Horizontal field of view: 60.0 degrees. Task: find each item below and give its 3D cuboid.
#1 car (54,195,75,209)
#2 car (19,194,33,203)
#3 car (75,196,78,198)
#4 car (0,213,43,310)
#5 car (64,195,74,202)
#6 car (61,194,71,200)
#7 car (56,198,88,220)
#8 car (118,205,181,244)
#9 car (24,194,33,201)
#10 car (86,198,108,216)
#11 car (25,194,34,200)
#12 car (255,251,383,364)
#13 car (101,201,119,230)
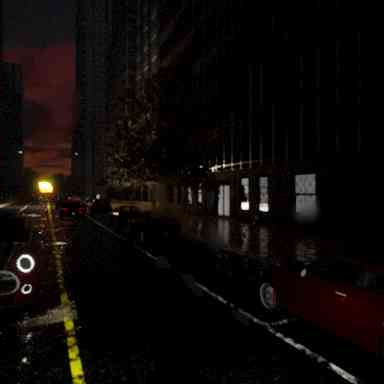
[{"bbox_3d":[-15.839,1.405,40.935,1.837,1.490,4.892,0,0,-23],"label":"car"},{"bbox_3d":[-32.423,1.354,64.379,1.887,1.381,4.507,0,0,-24],"label":"car"},{"bbox_3d":[-20.173,1.390,57.314,1.887,1.381,4.507,0,0,-24],"label":"car"},{"bbox_3d":[-4.617,1.340,7.663,2.097,1.767,4.553,0,0,-24],"label":"car"},{"bbox_3d":[-27.032,1.348,72.952,1.947,1.339,4.313,0,0,-24],"label":"car"},{"bbox_3d":[-31.604,1.302,83.378,1.947,1.339,4.313,0,0,-24],"label":"car"},{"bbox_3d":[-10.032,1.466,27.701,1.812,1.442,4.674,0,0,-23],"label":"car"},{"bbox_3d":[-1.882,1.524,15.609,2.008,1.369,4.403,0,0,-24],"label":"car"},{"bbox_3d":[-39.282,1.286,80.019,1.887,1.381,4.507,0,0,-24],"label":"car"},{"bbox_3d":[-8.741,1.371,31.248,1.967,1.590,4.097,0,0,-24],"label":"car"},{"bbox_3d":[-41.569,1.284,85.232,1.947,1.339,4.313,0,0,-24],"label":"car"},{"bbox_3d":[2.690,1.574,5.182,1.802,1.307,4.206,0,0,-24],"label":"car"},{"bbox_3d":[-4.168,1.512,20.822,2.008,1.369,4.403,0,0,-24],"label":"car"}]
